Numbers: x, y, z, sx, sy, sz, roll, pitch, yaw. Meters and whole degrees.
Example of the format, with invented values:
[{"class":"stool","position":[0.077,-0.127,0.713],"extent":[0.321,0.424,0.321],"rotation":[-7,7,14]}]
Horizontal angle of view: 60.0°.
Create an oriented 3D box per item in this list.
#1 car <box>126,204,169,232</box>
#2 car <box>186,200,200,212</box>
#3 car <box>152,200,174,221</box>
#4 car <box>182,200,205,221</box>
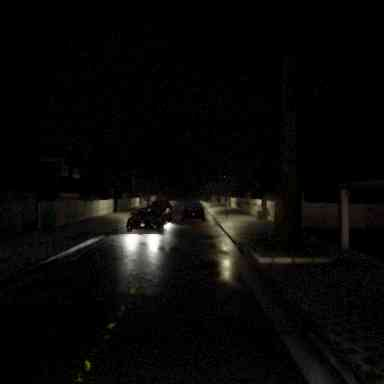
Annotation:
[{"class":"car","position":[-2.757,1.663,20.533],"extent":[1.994,1.385,4.181],"rotation":[0,0,1]},{"class":"car","position":[0.149,1.749,43.488],"extent":[1.812,1.442,4.674],"rotation":[0,0,0]},{"class":"car","position":[-2.704,1.492,28.487],"extent":[2.097,1.767,4.553],"rotation":[0,0,0]},{"class":"car","position":[0.125,1.619,28.733],"extent":[1.882,1.535,5.008],"rotation":[0,0,0]}]
